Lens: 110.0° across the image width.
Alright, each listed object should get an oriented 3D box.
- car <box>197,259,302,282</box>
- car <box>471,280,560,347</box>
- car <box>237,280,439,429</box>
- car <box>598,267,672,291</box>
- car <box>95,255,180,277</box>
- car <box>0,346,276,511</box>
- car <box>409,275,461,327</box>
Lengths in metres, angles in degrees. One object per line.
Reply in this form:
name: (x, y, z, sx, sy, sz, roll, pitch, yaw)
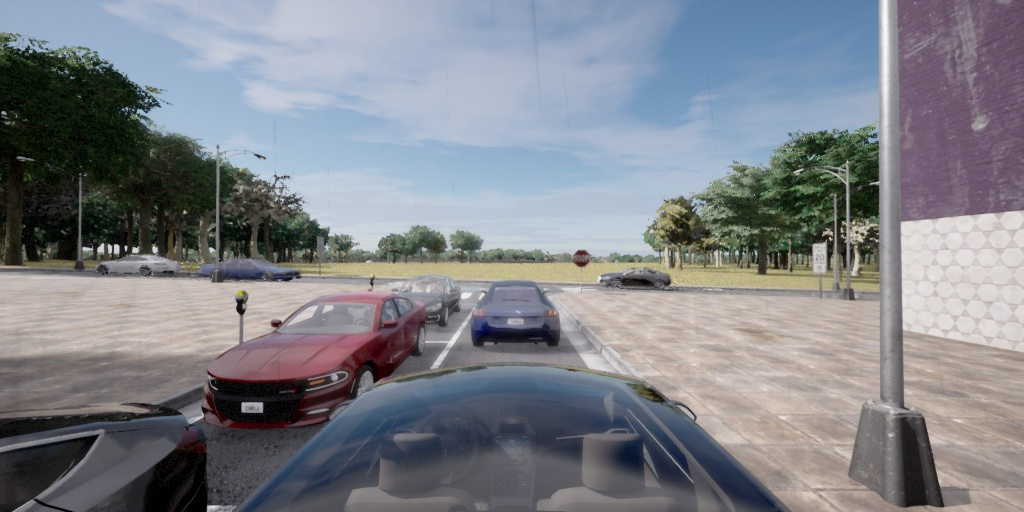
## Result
car: (-15.921, 0.882, 21.869, 5.357, 1.411, 2.033, 2, -1, 0)
car: (0.075, 1.315, 9.370, 1.994, 1.385, 4.181, 0, 0, 0)
car: (-2.646, 1.296, 5.888, 1.888, 1.381, 4.507, 0, 0, 0)
car: (8.483, 1.535, 24.860, 4.902, 1.511, 2.128, 2, -1, 0)
car: (-25.774, 0.624, 24.800, 4.674, 1.442, 1.812, 2, -1, 0)
car: (-2.634, 1.315, 0.347, 1.948, 1.339, 4.313, 0, 0, 0)
car: (-2.659, 1.302, 11.429, 2.007, 1.370, 4.403, 0, 0, 0)
